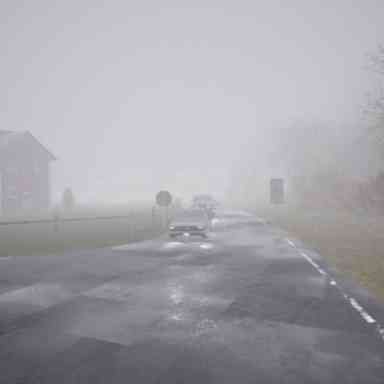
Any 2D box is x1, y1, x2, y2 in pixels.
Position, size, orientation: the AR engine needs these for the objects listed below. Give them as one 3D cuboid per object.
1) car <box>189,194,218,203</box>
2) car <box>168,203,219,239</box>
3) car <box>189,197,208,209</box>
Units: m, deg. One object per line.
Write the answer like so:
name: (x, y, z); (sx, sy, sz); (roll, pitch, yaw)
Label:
car: (1.005, 1.212, 31.059); (2.150, 2.045, 5.566); (-1, 0, 1)
car: (0.099, 1.551, 17.825); (2.033, 1.411, 5.357); (-1, 0, 8)
car: (0.844, 1.484, 45.756); (2.128, 1.511, 4.902); (-1, 0, -3)
